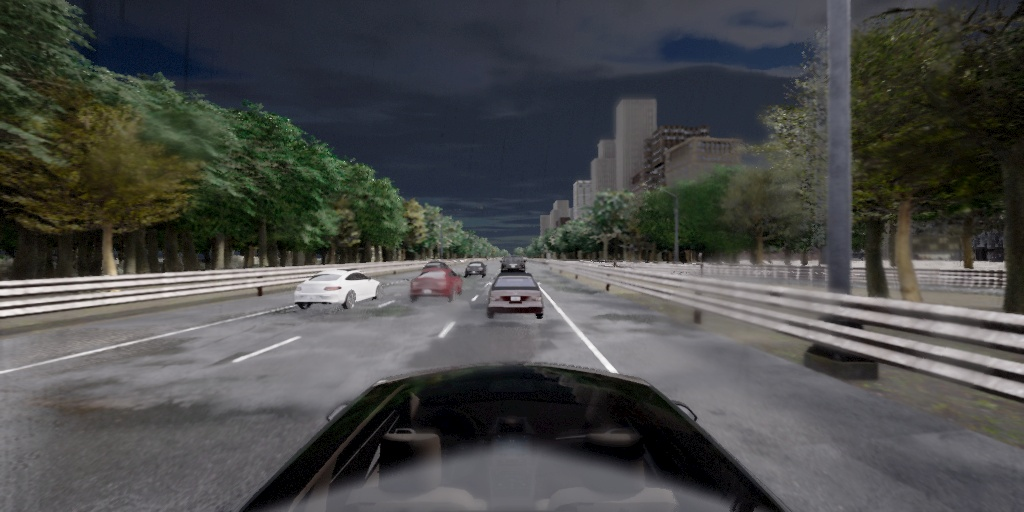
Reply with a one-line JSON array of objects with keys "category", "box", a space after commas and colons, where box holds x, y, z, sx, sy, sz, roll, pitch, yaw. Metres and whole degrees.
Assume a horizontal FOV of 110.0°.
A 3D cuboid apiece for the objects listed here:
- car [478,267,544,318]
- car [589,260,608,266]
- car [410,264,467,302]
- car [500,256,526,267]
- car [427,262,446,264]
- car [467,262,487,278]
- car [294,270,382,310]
[{"category": "car", "box": [0.103, 1.299, 13.017, 2.033, 1.411, 5.357, 0, 0, 0]}, {"category": "car", "box": [12.176, 1.351, 52.402, 1.837, 1.490, 4.892, -1, 1, -27]}, {"category": "car", "box": [-3.413, 1.278, 16.785, 1.812, 1.442, 4.674, 0, 0, 0]}, {"category": "car", "box": [0.101, 0.976, 32.458, 2.150, 2.045, 5.566, 0, 0, 0]}, {"category": "car", "box": [-6.895, 1.259, 33.135, 1.837, 1.490, 4.892, 0, 0, 0]}, {"category": "car", "box": [-3.398, 1.280, 34.337, 1.812, 1.442, 4.674, 0, 0, 0]}, {"category": "car", "box": [-6.899, 1.277, 14.630, 1.812, 1.442, 4.674, 0, 0, 0]}]
